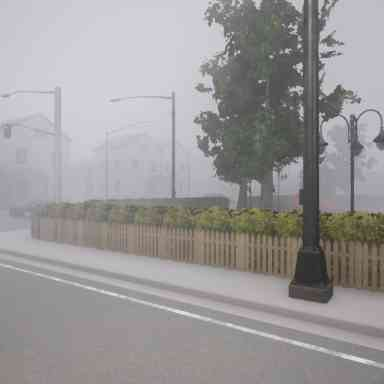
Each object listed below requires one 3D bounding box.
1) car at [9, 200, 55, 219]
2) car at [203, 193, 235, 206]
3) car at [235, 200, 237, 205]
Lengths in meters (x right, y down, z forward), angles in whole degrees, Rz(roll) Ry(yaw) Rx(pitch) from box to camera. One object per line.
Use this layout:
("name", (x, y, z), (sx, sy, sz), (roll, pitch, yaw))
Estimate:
("car", (-13.682, 1.477, 29.811), (1.882, 1.535, 5.008), (0, 0, 35))
("car", (3.525, 1.221, 48.179), (2.150, 2.045, 5.566), (0, 0, 35))
("car", (6.147, 1.586, 58.062), (1.994, 1.385, 4.181), (0, 0, 35))
